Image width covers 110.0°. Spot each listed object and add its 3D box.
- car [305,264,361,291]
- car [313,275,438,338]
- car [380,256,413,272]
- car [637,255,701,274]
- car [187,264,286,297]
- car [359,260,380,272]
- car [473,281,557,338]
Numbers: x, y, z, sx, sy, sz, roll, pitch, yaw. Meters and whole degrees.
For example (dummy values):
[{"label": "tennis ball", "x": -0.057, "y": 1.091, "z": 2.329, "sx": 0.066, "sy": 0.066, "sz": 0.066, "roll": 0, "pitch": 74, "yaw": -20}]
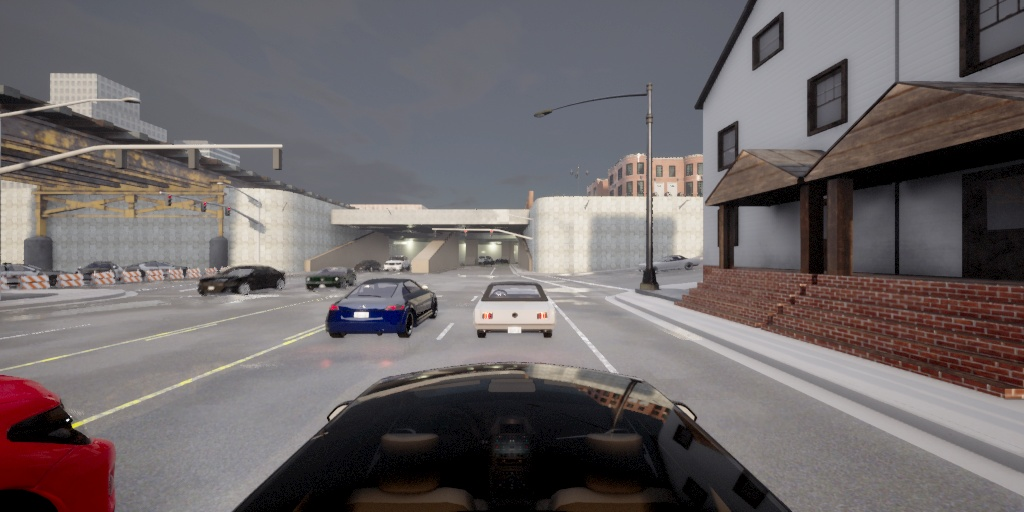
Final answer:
[{"label": "car", "x": -10.882, "y": 1.350, "z": 21.868, "sx": 1.895, "sy": 1.301, "sz": 4.718, "roll": 0, "pitch": 0, "yaw": -12}, {"label": "car", "x": -3.431, "y": 1.314, "z": 10.201, "sx": 1.994, "sy": 1.385, "sz": 4.181, "roll": 0, "pitch": 0, "yaw": 0}, {"label": "car", "x": -14.856, "y": 0.972, "z": 46.713, "sx": 2.150, "sy": 2.045, "sz": 5.566, "roll": 0, "pitch": 0, "yaw": -2}, {"label": "car", "x": 13.056, "y": 0.665, "z": 30.135, "sx": 4.718, "sy": 1.301, "sz": 1.895, "roll": -7, "pitch": 0, "yaw": 0}, {"label": "car", "x": -14.224, "y": 1.227, "z": 19.235, "sx": 1.882, "sy": 1.535, "sz": 5.008, "roll": 0, "pitch": 0, "yaw": -4}, {"label": "car", "x": -18.336, "y": 1.228, "z": 45.907, "sx": 1.882, "sy": 1.535, "sz": 5.008, "roll": 0, "pitch": 0, "yaw": -1}, {"label": "car", "x": 0.071, "y": 1.351, "z": 10.156, "sx": 1.895, "sy": 1.301, "sz": 4.718, "roll": 0, "pitch": 0, "yaw": 0}]
